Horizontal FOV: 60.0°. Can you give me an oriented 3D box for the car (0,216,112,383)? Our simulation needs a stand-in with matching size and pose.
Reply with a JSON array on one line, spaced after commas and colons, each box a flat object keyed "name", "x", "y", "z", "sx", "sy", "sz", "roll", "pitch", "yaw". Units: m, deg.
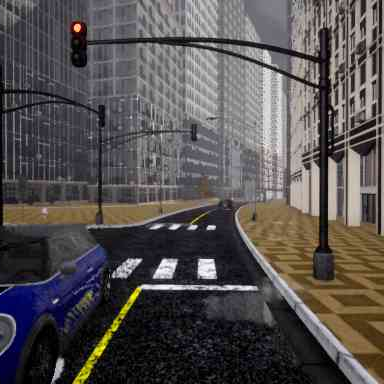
[{"name": "car", "x": -2.668, "y": 1.351, "z": 4.953, "sx": 2.097, "sy": 1.767, "sz": 4.553, "roll": 0, "pitch": 0, "yaw": -1}]

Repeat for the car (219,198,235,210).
[{"name": "car", "x": 4.769, "y": 1.583, "z": 45.298, "sx": 1.882, "sy": 1.535, "sz": 5.008, "roll": 0, "pitch": 0, "yaw": 11}]

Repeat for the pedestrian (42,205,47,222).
[{"name": "pedestrian", "x": -9.298, "y": 1.344, "z": 21.024, "sx": 0.500, "sy": 1.100, "sz": 0.500, "roll": 0, "pitch": 0, "yaw": 17}]
